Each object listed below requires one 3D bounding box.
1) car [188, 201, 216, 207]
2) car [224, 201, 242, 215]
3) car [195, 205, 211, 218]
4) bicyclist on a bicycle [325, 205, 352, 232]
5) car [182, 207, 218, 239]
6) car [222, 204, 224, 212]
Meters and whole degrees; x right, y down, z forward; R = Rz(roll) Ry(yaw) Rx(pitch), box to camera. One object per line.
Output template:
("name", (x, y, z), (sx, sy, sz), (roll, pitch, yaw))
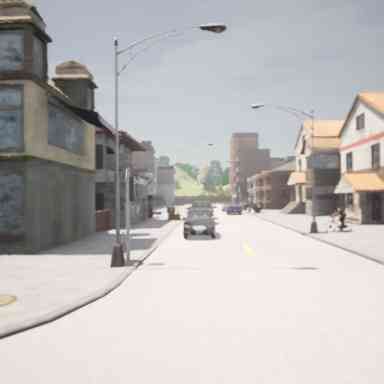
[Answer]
("car", (0.935, 1.805, 30.174), (2.150, 2.045, 5.566), (-1, -1, 3))
("car", (5.754, 2.298, 45.475), (1.882, 1.535, 5.008), (-1, -1, 3))
("car", (1.412, 2.303, 40.450), (1.812, 1.442, 4.674), (-1, -1, 3))
("bicyclist on a bicycle", (8.911, 1.638, 20.268), (1.656, 1.620, 0.582), (-1, -1, 2))
("car", (0.503, 1.886, 20.162), (2.128, 1.511, 4.902), (-1, -1, 2))
("car", (6.131, 2.361, 55.417), (2.097, 1.767, 4.553), (-1, -1, 2))
